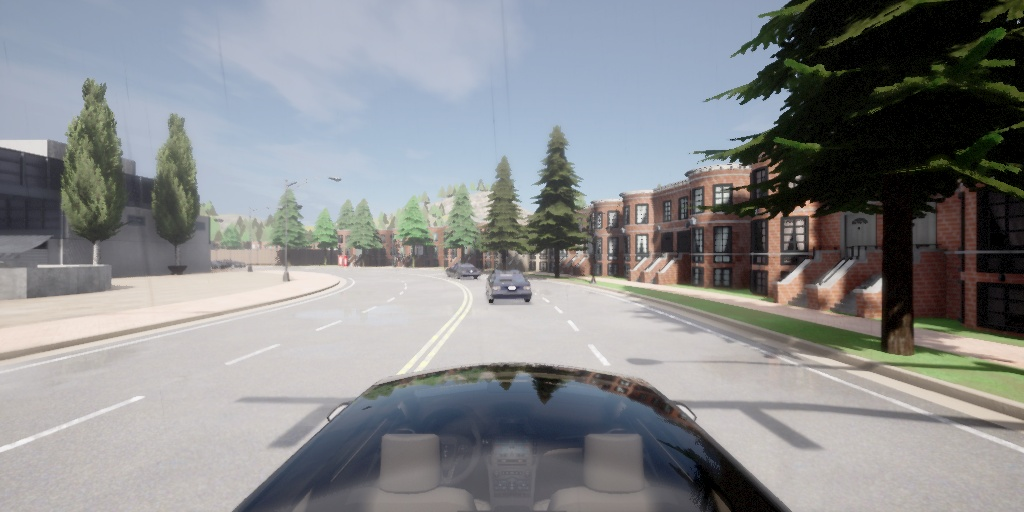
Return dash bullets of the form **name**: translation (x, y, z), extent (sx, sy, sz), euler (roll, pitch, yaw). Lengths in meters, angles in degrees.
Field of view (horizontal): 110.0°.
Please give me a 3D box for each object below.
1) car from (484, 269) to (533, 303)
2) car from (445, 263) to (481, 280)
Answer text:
- **car**: translation (-0.260, 1.313, 16.675), extent (2.033, 1.411, 5.357), euler (0, 0, -6)
- **car**: translation (-4.391, 1.313, 31.620), extent (2.033, 1.411, 5.357), euler (0, 0, -25)
